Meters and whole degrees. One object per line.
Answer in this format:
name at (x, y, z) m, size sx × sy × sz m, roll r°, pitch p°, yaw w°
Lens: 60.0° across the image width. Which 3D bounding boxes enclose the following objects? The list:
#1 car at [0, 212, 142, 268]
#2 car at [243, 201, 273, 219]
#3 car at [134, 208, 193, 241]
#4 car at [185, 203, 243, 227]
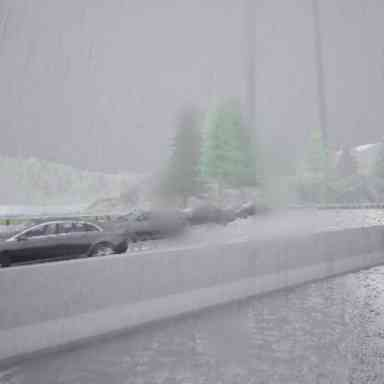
car at (-4.226, 1.492, 9.570) m, size 4.902 × 1.511 × 2.128 m, roll 0°, pitch 0°, yaw -35°
car at (5.074, 1.535, 29.056) m, size 4.674 × 1.442 × 1.812 m, roll 0°, pitch 0°, yaw -35°
car at (-2.354, 1.567, 15.205) m, size 4.181 × 1.385 × 1.994 m, roll 0°, pitch 0°, yaw -35°
car at (0.448, 1.553, 21.503) m, size 5.357 × 1.411 × 2.033 m, roll 0°, pitch 0°, yaw -35°
